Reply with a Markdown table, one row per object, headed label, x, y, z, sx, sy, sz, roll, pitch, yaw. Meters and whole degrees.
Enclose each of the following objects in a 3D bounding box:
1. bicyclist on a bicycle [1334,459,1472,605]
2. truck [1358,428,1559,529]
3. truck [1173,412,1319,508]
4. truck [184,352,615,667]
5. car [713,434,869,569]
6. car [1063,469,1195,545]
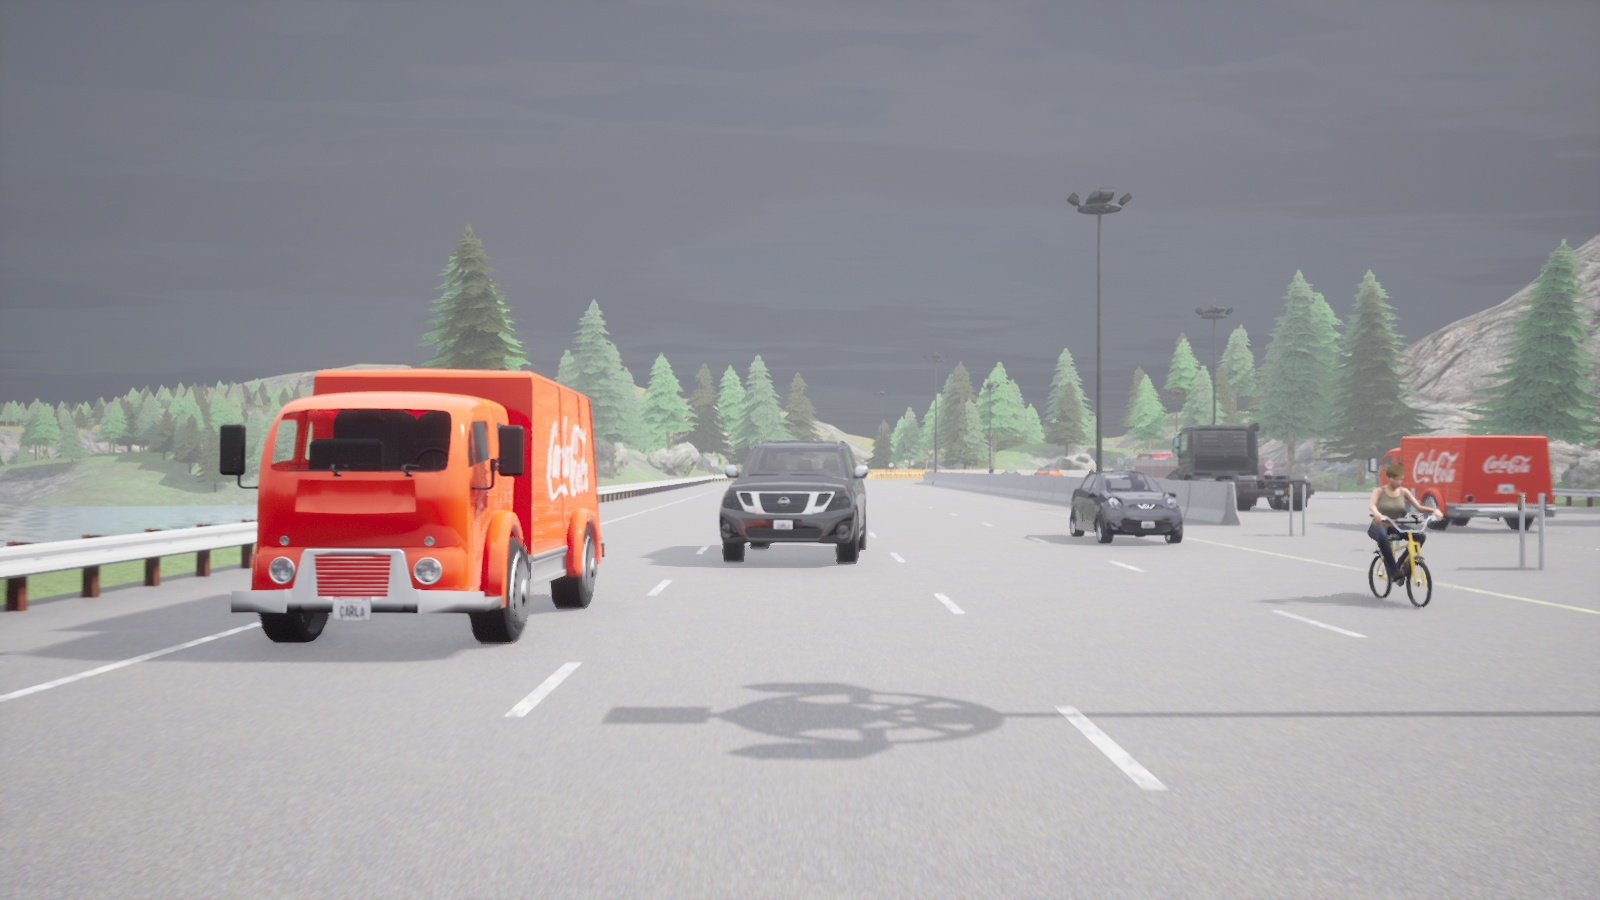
| label | x | y | z | sx | sy | sz | roll | pitch | yaw |
| --- | --- | --- | --- | --- | --- | --- | --- | --- | --- |
| bicyclist on a bicycle | 6.969 | 0.915 | 14.607 | 0.866 | 1.612 | 1.509 | 0 | -1 | 0 |
| truck | 17.418 | 0.714 | 33.592 | 2.627 | 2.467 | 5.204 | 0 | 0 | 0 |
| truck | 17.376 | 0.426 | 49.597 | 2.891 | 3.462 | 7.936 | 0 | -1 | 0 |
| truck | -3.532 | 0.508 | 12.486 | 2.627 | 2.467 | 5.204 | 0 | -1 | 0 |
| car | 0.008 | 0.823 | 21.916 | 2.150 | 2.045 | 5.566 | 0 | -1 | 5 |
| car | 6.936 | 1.157 | 26.844 | 1.845 | 1.501 | 3.633 | 0 | -1 | 0 |
